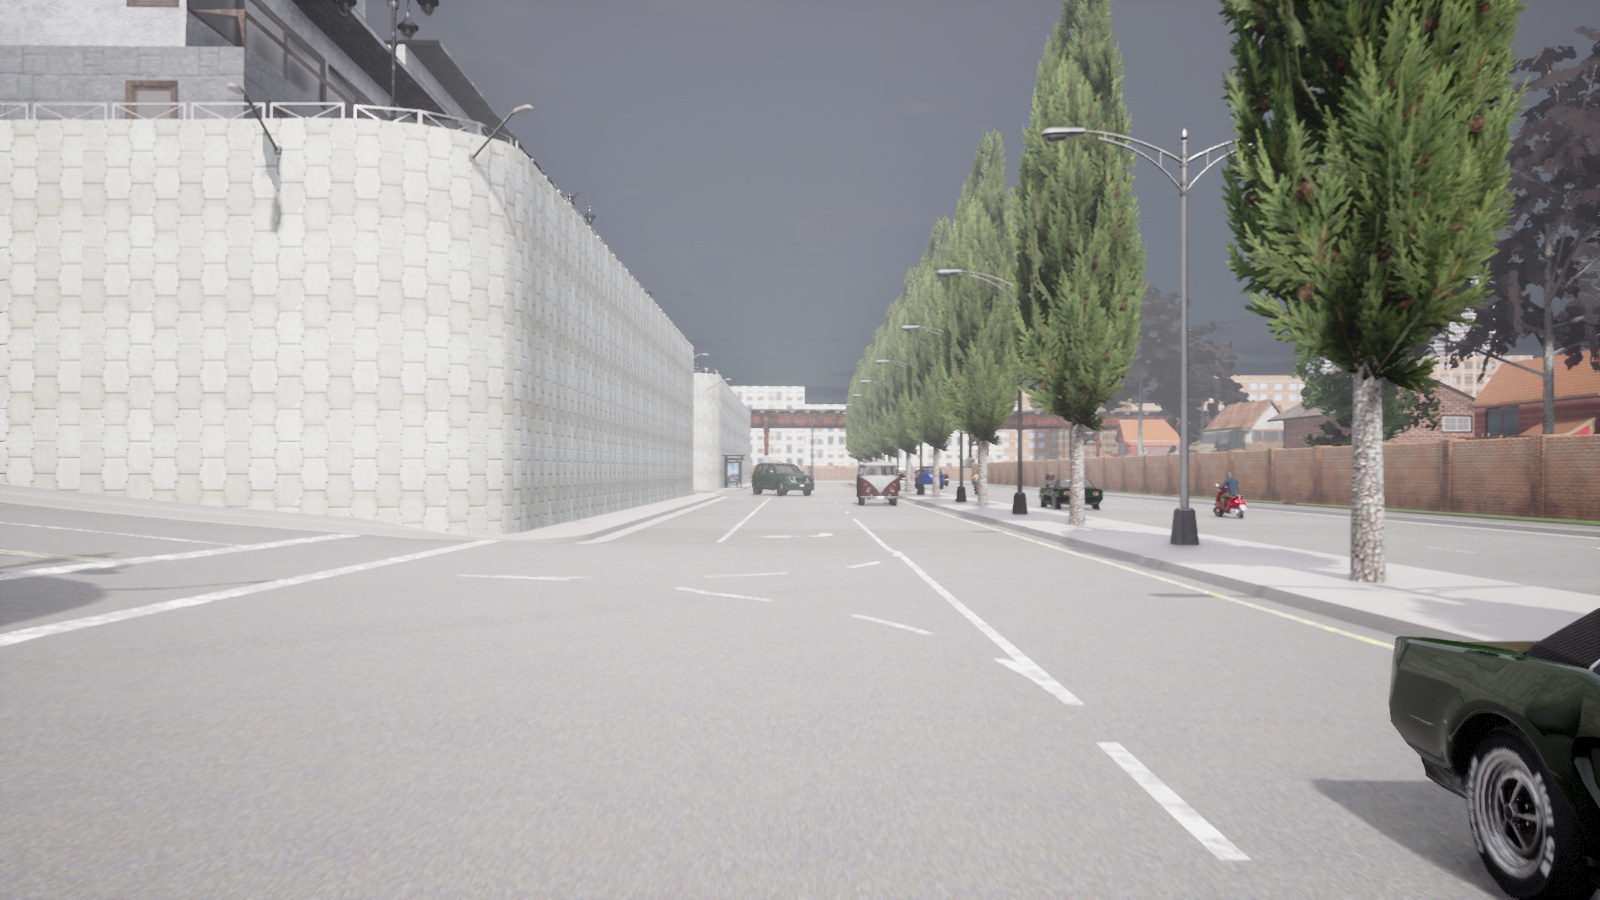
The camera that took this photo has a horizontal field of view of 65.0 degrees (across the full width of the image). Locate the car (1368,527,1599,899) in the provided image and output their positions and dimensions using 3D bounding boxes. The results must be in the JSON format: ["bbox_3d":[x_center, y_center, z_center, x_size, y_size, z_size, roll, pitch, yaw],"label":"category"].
[{"bbox_3d":[3.503,0.956,3.280,1.895,1.301,4.718,0,-1,0],"label":"car"}]

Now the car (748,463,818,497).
[{"bbox_3d":[-1.124,1.849,78.954,2.150,2.045,5.566,0,-1,-27],"label":"car"}]

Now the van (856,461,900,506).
[{"bbox_3d":[3.532,1.516,57.519,1.775,1.987,4.442,0,-1,0],"label":"van"}]

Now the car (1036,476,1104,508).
[{"bbox_3d":[11.532,1.770,53.891,1.895,1.301,4.718,0,-1,0],"label":"car"}]

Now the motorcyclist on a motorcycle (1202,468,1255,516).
[{"bbox_3d":[14.786,1.434,43.348,0.866,1.590,1.817,-1,-1,-13],"label":"motorcyclist on a motorcycle"}]
